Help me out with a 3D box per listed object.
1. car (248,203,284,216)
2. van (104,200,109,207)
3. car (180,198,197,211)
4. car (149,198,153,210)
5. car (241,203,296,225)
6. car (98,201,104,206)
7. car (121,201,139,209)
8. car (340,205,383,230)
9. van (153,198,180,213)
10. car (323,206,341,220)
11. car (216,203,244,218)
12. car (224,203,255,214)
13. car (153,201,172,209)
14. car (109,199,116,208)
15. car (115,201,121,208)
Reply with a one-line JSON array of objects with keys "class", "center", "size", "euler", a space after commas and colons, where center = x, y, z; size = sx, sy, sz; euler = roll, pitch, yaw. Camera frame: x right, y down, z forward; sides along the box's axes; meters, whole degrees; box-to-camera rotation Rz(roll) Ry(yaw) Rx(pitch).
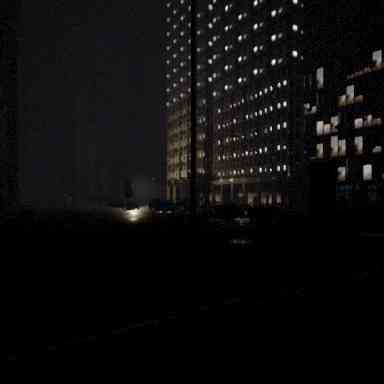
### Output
[{"class": "car", "center": [8.808, 2.049, 39.825], "size": [1.947, 1.339, 4.313], "euler": [-1, -1, -26]}, {"class": "van", "center": [-18.395, 2.617, 76.636], "size": [1.690, 1.788, 3.998], "euler": [-1, -1, -26]}, {"class": "car", "center": [-1.116, 2.005, 54.242], "size": [2.150, 2.045, 5.566], "euler": [0, -1, -26]}, {"class": "car", "center": [-5.654, 2.060, 56.590], "size": [2.150, 2.045, 5.566], "euler": [0, -1, -26]}, {"class": "car", "center": [6.186, 1.801, 26.045], "size": [2.008, 1.369, 4.403], "euler": [-1, -1, -26]}, {"class": "car", "center": [-23.307, 3.034, 86.751], "size": [1.887, 1.381, 4.507], "euler": [-1, -1, -26]}, {"class": "car", "center": [-11.019, 2.509, 61.458], "size": [2.008, 1.369, 4.403], "euler": [-1, -1, -26]}, {"class": "car", "center": [12.314, 1.674, 20.399], "size": [2.033, 1.411, 5.357], "euler": [0, -1, -32]}, {"class": "van", "center": [-3.650, 1.991, 46.284], "size": [1.690, 1.788, 3.998], "euler": [-1, -1, -26]}, {"class": "car", "center": [13.723, 1.836, 29.707], "size": [2.008, 1.369, 4.403], "euler": [-1, -1, -26]}, {"class": "car", "center": [4.395, 1.919, 35.688], "size": [2.128, 1.511, 4.902], "euler": [0, -1, -26]}, {"class": "car", "center": [6.350, 2.149, 44.884], "size": [1.947, 1.339, 4.313], "euler": [-1, -1, -26]}, {"class": "car", "center": [-5.659, 2.450, 63.473], "size": [1.882, 1.535, 5.008], "euler": [0, -1, -26]}, {"class": "car", "center": [-15.934, 2.714, 71.576], "size": [1.887, 1.381, 4.507], "euler": [-1, -1, -26]}, {"class": "car", "center": [-13.403, 2.585, 66.364], "size": [1.752, 1.417, 4.829], "euler": [-1, -1, -26]}]
